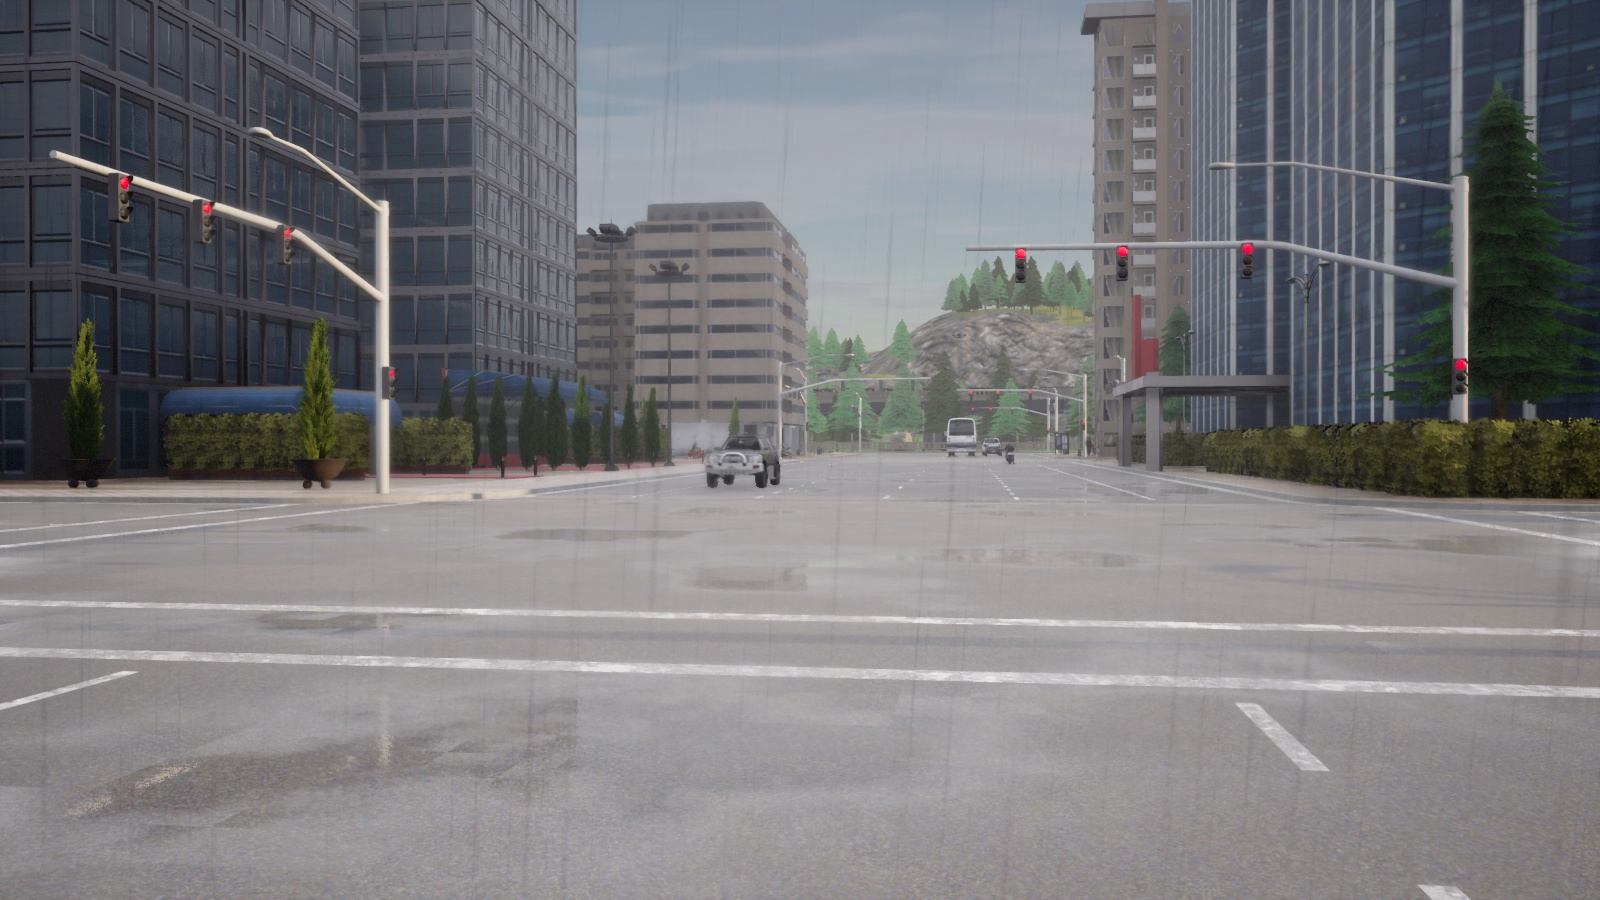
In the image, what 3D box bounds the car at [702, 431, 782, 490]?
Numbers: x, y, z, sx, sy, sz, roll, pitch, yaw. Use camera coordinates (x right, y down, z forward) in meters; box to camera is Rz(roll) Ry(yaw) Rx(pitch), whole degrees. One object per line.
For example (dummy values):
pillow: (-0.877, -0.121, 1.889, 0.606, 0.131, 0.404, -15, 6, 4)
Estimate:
car: (-1.887, 0.323, 42.306, 1.932, 1.855, 4.605, 0, 0, 7)
